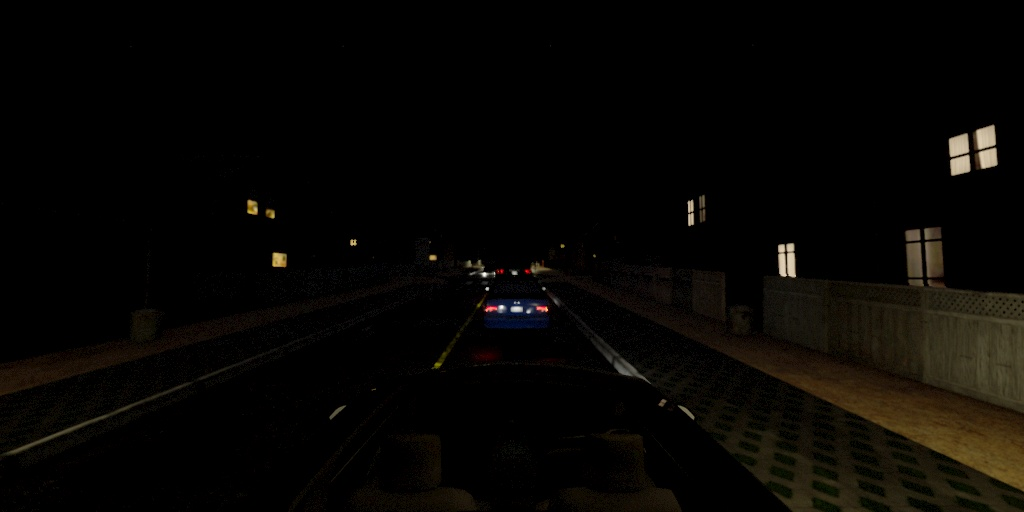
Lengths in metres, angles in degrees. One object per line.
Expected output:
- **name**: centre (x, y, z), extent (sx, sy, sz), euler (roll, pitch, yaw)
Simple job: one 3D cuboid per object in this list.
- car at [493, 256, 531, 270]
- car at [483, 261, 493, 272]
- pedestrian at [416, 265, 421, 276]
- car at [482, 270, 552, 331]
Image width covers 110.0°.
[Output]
- **car**: centre (0.010, 1.025, 22.592), extent (2.150, 2.045, 5.566), euler (0, 0, -3)
- **car**: centre (-2.760, 1.392, 48.120), extent (1.882, 1.535, 5.008), euler (0, 0, 0)
- **pedestrian**: centre (-9.752, 1.215, 37.504), extent (0.375, 1.860, 0.375), euler (0, -3, -1)
- **car**: centre (0.114, 1.316, 11.003), extent (2.033, 1.411, 5.357), euler (0, 0, 0)
